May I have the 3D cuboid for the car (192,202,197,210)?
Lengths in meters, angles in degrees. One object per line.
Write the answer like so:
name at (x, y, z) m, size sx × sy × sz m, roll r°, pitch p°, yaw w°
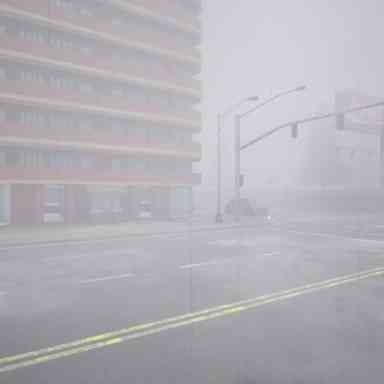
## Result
car at (-1.270, 1.526, 42.162) m, size 1.812 × 1.442 × 4.674 m, roll 0°, pitch 0°, yaw -34°

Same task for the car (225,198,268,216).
car at (5.272, 1.352, 32.413) m, size 2.097 × 1.767 × 4.553 m, roll 0°, pitch 0°, yaw -34°
